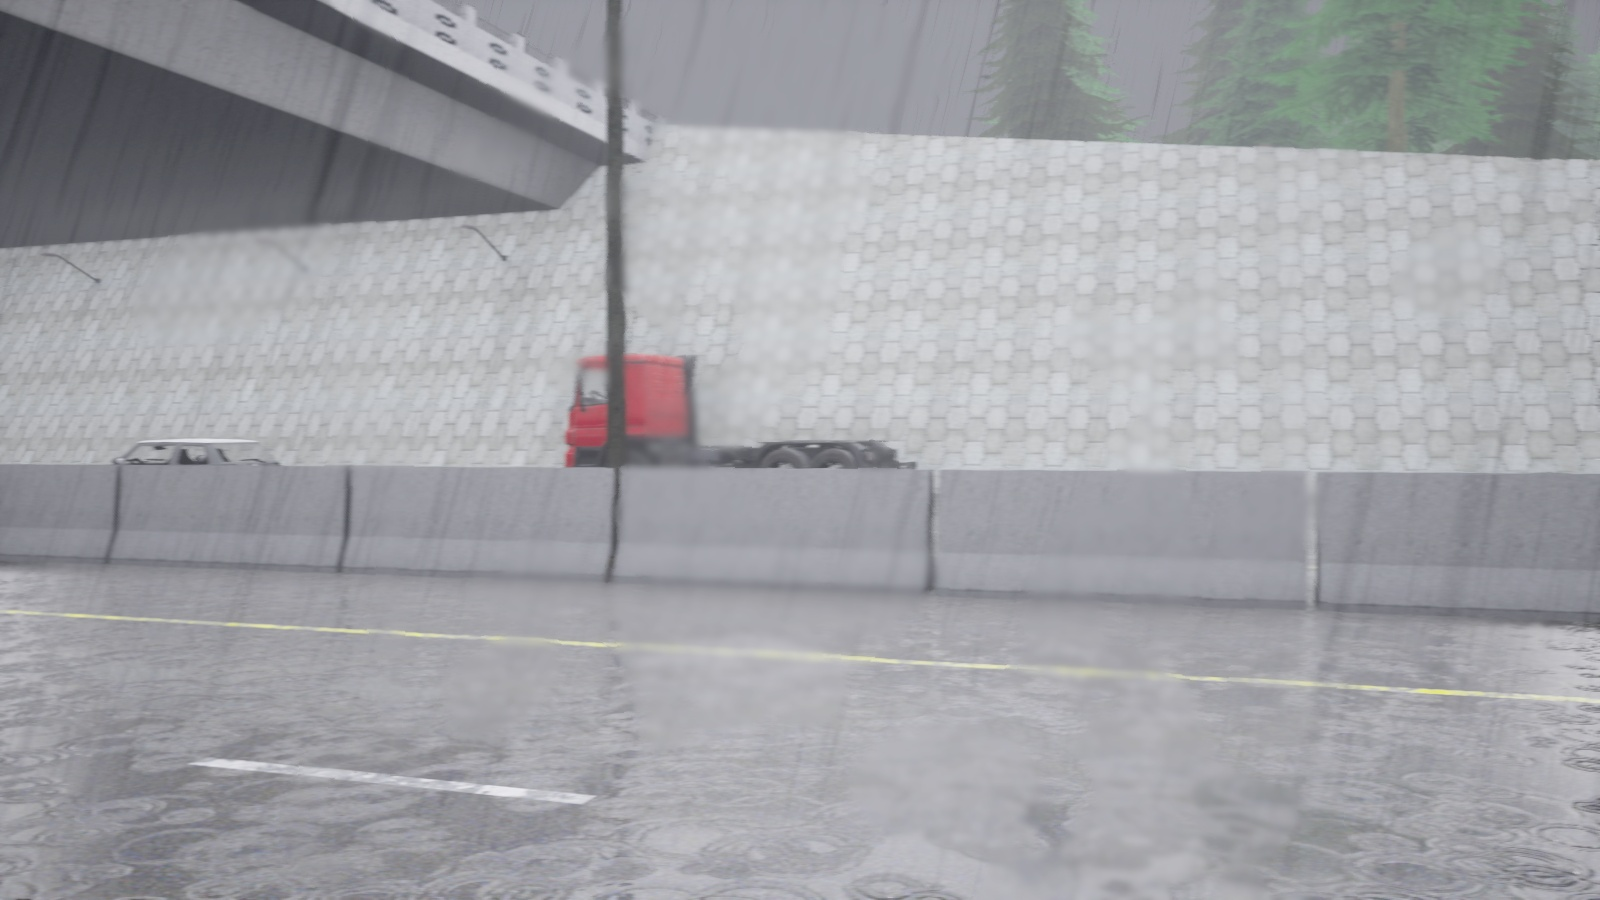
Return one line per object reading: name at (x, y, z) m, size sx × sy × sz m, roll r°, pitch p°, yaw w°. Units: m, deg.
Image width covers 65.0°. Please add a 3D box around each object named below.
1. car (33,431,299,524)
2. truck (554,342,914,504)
car at (-10.882, 0.420, 21.623) m, size 3.806 × 1.475 × 1.970 m, roll 0°, pitch 1°, yaw 19°
truck at (-1.537, -0.624, 29.543) m, size 7.936 × 3.462 × 2.891 m, roll 0°, pitch 1°, yaw 19°
